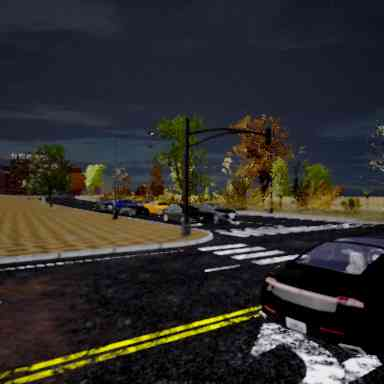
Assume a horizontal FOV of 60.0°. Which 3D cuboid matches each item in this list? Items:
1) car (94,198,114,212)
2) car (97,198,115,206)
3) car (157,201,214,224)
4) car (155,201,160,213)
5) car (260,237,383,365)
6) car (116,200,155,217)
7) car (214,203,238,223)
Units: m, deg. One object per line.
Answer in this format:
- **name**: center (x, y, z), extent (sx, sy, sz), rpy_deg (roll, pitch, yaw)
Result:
- **car**: center (-11.446, 1.753, 43.516), extent (2.128, 1.511, 4.902), rpy_deg (1, 0, -32)
- **car**: center (-17.020, 1.905, 65.834), extent (2.033, 1.411, 5.357), rpy_deg (1, 0, -30)
- **car**: center (-0.625, 1.725, 26.476), extent (1.837, 1.490, 4.892), rpy_deg (1, 0, -33)
- **car**: center (-3.482, 1.748, 36.958), extent (1.882, 1.535, 5.008), rpy_deg (1, 0, -32)
- **car**: center (3.303, 1.562, 5.833), extent (4.902, 1.511, 2.128), rpy_deg (1, 0, -37)
- **car**: center (-5.978, 1.806, 34.821), extent (1.994, 1.385, 4.181), rpy_deg (1, 0, -33)
- **car**: center (1.888, 1.741, 28.578), extent (2.128, 1.511, 4.902), rpy_deg (1, 0, -33)
